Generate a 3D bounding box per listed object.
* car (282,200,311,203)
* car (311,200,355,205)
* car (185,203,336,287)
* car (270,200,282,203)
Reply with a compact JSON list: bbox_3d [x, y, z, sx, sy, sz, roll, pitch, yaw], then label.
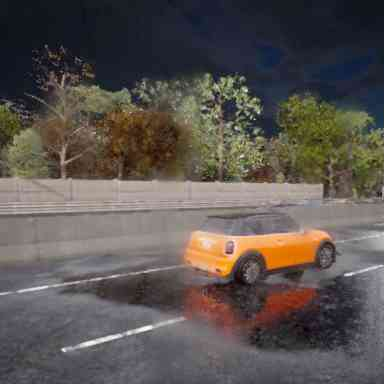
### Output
[{"bbox_3d":[11.587,1.549,33.612,4.674,1.442,1.812,0,0,-35],"label":"car"},{"bbox_3d":[13.608,1.501,30.754,5.008,1.535,1.882,0,0,-35],"label":"car"},{"bbox_3d":[2.103,1.351,9.544,4.553,1.767,2.097,0,0,-35],"label":"car"},{"bbox_3d":[9.561,1.570,36.466,4.674,1.442,1.812,0,0,-35],"label":"car"}]
